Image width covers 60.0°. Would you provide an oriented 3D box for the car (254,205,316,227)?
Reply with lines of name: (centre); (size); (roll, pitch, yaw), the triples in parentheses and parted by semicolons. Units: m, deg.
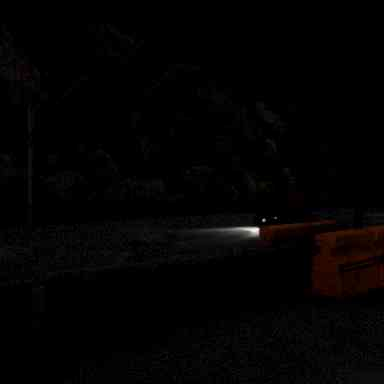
car: (5.932, 1.513, 21.115); (4.181, 1.385, 1.994); (0, 0, -35)
